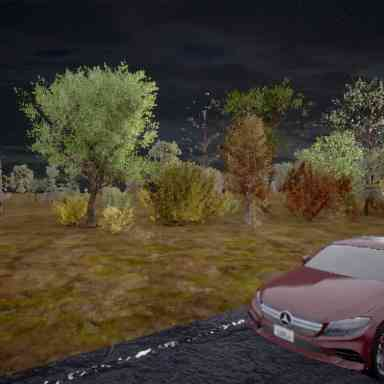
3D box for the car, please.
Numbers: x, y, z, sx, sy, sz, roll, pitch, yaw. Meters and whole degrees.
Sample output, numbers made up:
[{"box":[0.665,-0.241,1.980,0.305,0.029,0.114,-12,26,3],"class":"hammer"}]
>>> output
[{"box":[3.017,1.525,5.608,4.674,1.442,1.812,0,0,-37],"class":"car"}]
